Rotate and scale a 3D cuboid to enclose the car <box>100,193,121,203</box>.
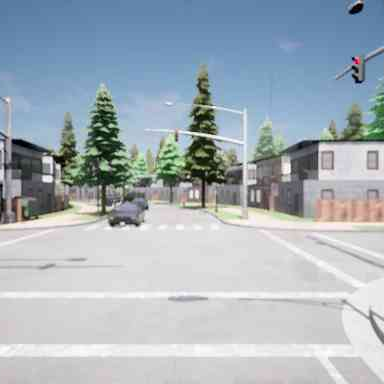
[{"bbox_3d":[-16.433,1.176,67.241,2.097,1.767,4.553,0,0,-45],"label":"car"}]

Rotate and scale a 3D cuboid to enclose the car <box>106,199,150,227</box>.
[{"bbox_3d":[-4.230,1.465,22.339,2.033,1.411,5.357,0,0,-2],"label":"car"}]

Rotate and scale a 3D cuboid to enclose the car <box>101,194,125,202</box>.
[{"bbox_3d":[-13.916,1.332,57.790,2.128,1.511,4.902,0,0,-31],"label":"car"}]

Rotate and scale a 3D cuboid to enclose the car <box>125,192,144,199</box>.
[{"bbox_3d":[-10.326,1.059,58.890,2.150,2.045,5.566,0,0,-35],"label":"car"}]

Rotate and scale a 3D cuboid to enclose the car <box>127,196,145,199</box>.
[{"bbox_3d":[-6.146,1.445,38.968,1.994,1.385,4.181,0,0,-14],"label":"car"}]
